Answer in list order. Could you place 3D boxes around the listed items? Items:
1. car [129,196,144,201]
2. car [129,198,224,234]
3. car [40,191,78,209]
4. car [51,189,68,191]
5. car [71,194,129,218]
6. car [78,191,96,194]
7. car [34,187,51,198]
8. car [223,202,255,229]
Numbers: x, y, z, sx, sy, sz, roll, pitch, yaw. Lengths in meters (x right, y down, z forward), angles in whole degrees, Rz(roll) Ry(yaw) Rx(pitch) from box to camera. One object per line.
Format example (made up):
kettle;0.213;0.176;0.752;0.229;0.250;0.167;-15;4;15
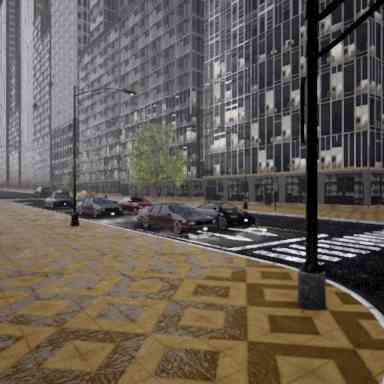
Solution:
car;-4.649;1.078;27.566;1.812;1.442;4.674;0;1;-38
car;-1.007;1.288;17.662;2.033;1.411;5.357;0;1;-38
car;-13.437;0.936;33.535;1.994;1.385;4.181;0;1;-38
car;-25.394;0.265;65.011;1.837;1.490;4.892;0;1;-38
car;-7.227;1.104;25.588;2.033;1.411;5.357;0;1;-38
car;-11.066;0.909;35.777;2.033;1.411;5.357;0;1;-38
car;-28.520;-0.030;63.734;2.150;2.045;5.566;0;1;-38
car;1.683;1.304;19.498;1.994;1.385;4.181;0;1;-38
